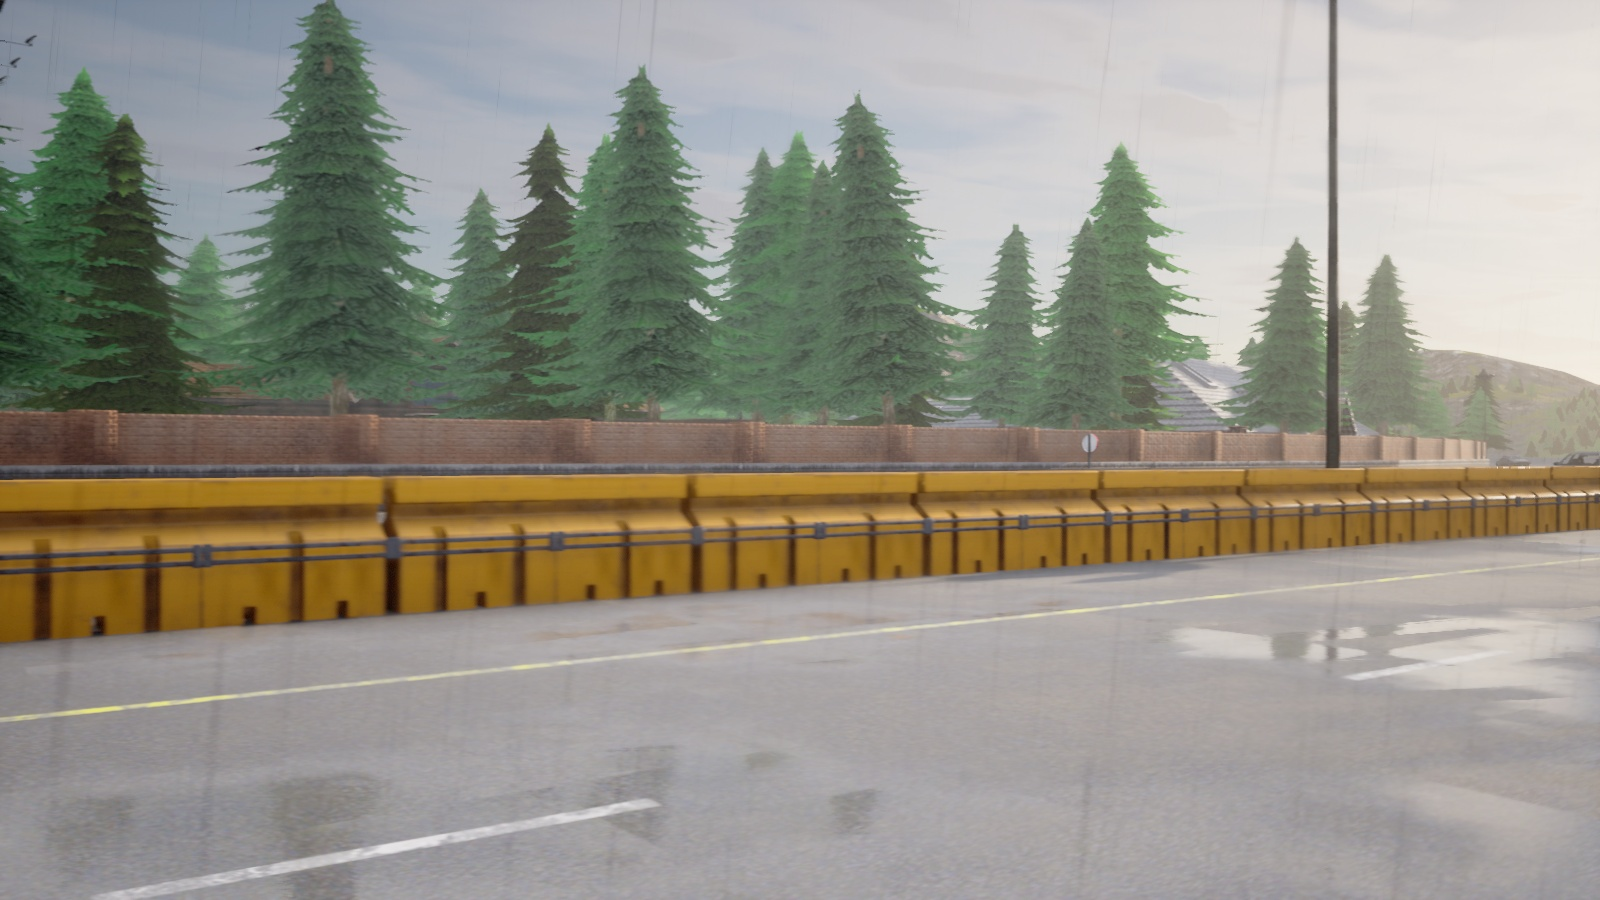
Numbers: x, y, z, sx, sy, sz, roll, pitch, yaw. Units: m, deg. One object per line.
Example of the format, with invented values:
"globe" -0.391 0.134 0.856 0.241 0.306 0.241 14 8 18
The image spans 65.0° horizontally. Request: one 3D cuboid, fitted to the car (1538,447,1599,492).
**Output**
"car" 29.095 0.695 46.608 3.988 1.617 1.851 0 0 -42
